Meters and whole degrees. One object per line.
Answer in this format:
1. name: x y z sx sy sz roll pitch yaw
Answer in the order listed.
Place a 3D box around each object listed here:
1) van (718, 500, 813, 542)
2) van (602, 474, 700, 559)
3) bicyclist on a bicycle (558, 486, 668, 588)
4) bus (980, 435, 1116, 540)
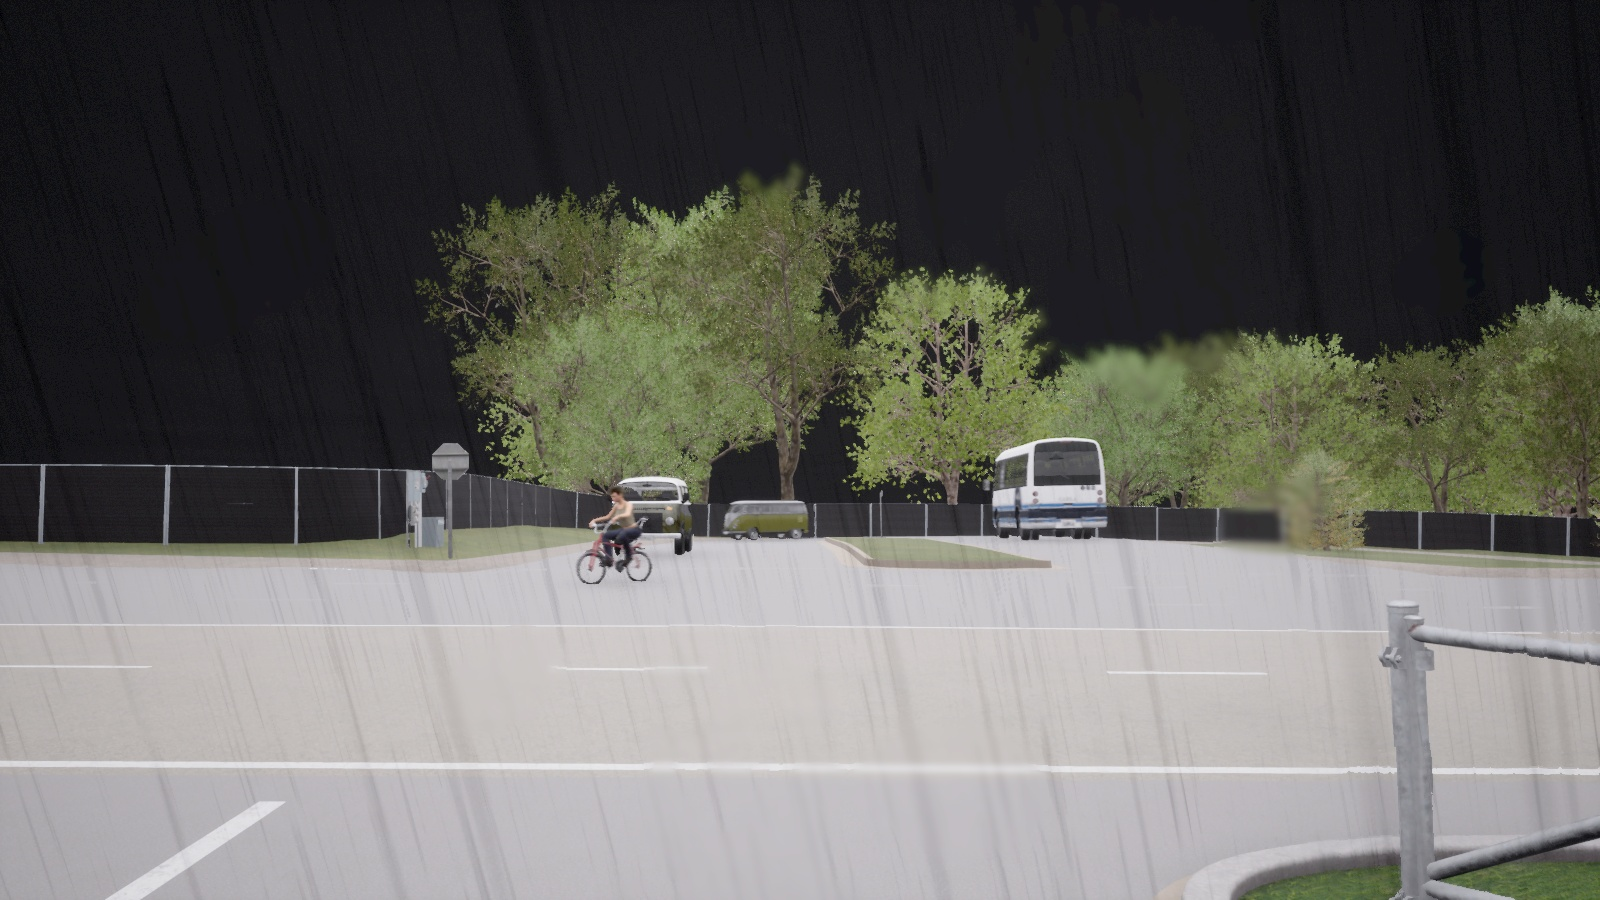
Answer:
1. van: -1.728 3.552 63.087 4.442 1.987 1.775 1 -4 -34
2. van: -3.834 1.748 33.020 2.069 2.038 4.480 -1 -3 -1
3. bicyclist on a bicycle: -3.080 1.428 20.741 1.509 1.612 0.866 2 -6 -44
4. bus: 10.996 1.823 57.058 3.944 4.253 10.273 -2 -3 0
